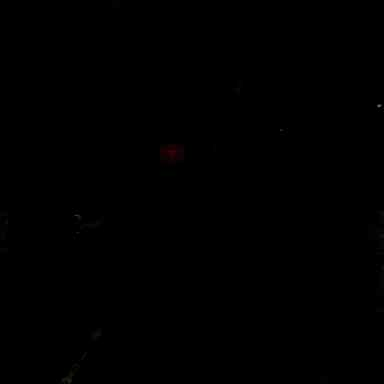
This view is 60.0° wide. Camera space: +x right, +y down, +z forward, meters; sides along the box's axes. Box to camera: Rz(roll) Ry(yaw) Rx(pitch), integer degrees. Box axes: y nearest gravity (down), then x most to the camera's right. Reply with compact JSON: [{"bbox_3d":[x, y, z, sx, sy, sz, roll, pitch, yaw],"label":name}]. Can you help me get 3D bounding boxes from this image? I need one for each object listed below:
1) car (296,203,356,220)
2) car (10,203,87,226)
[{"bbox_3d":[11.630,1.627,29.011,4.829,1.417,1.752,0,-1,0],"label":"car"},{"bbox_3d":[-9.927,1.573,23.169,5.008,1.535,1.882,1,-1,0],"label":"car"}]
